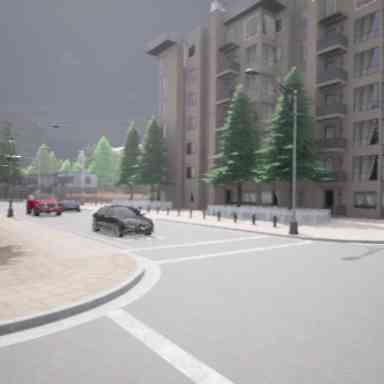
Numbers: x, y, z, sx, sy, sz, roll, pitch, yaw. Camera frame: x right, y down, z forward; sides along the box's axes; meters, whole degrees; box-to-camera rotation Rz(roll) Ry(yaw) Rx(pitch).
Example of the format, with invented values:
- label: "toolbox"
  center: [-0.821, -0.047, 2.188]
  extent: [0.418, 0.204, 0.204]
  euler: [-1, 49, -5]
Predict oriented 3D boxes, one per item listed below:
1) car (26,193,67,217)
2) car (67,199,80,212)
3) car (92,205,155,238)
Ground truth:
- label: "car"
  center: [-13.725, 1.132, 30.757]
  extent: [2.150, 2.045, 5.566]
  euler: [1, -1, -37]
- label: "car"
  center: [-14.044, 1.475, 37.161]
  extent: [1.994, 1.385, 4.181]
  euler: [1, 0, -38]
- label: "car"
  center: [-3.788, 1.501, 17.855]
  extent: [1.837, 1.490, 4.892]
  euler: [1, 0, -38]
